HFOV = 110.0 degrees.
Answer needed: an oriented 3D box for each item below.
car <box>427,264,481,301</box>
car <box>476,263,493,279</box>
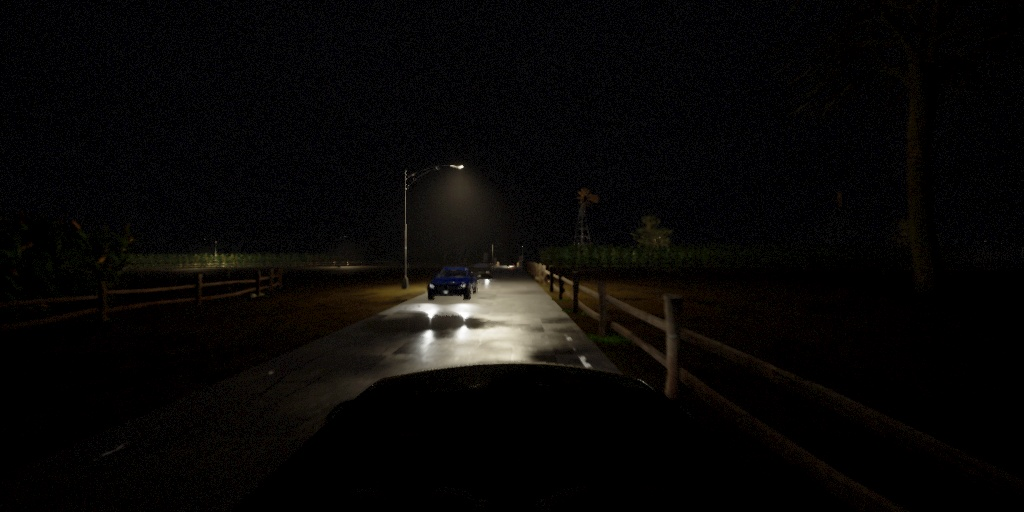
[{"bbox_3d":[-2.791,1.273,17.582,1.812,1.442,4.674,0,0,1],"label":"car"},{"bbox_3d":[-2.768,1.332,33.653,2.033,1.411,5.357,0,0,0],"label":"car"}]
